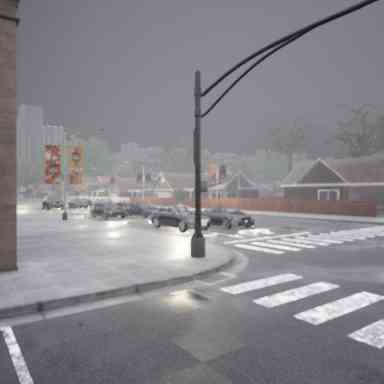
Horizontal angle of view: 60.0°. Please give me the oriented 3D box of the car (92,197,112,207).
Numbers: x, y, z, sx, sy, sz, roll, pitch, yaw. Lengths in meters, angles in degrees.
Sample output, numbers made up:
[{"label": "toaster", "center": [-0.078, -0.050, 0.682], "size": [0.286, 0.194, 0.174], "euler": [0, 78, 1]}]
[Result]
[{"label": "car", "center": [-15.998, 1.767, 58.953], "size": [1.882, 1.535, 5.008], "euler": [0, 0, -35]}]

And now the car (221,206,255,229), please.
[{"label": "car", "center": [2.161, 1.628, 22.027], "size": [1.994, 1.385, 4.181], "euler": [0, 0, -36]}]

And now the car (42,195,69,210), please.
[{"label": "car", "center": [-19.789, 1.500, 47.438], "size": [2.150, 2.045, 5.566], "euler": [0, -1, -35]}]

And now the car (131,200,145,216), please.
[{"label": "car", "center": [-4.550, 1.683, 31.446], "size": [2.033, 1.411, 5.357], "euler": [0, 0, -37]}]

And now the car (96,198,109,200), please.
[{"label": "car", "center": [-12.928, 1.768, 49.082], "size": [1.812, 1.442, 4.674], "euler": [0, 0, -35]}]

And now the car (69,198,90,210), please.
[{"label": "car", "center": [-16.666, 1.768, 48.642], "size": [1.837, 1.490, 4.892], "euler": [0, -1, -35]}]

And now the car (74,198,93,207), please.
[{"label": "car", "center": [-18.647, 1.802, 57.070], "size": [1.837, 1.490, 4.892], "euler": [0, 0, -35]}]

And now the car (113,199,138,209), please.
[{"label": "car", "center": [-10.225, 1.834, 50.871], "size": [1.895, 1.301, 4.718], "euler": [0, 0, -35]}]

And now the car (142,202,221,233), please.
[{"label": "car", "center": [-0.773, 1.567, 20.525], "size": [2.128, 1.511, 4.902], "euler": [0, 0, -37]}]

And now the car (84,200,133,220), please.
[{"label": "car", "center": [-7.683, 1.697, 30.263], "size": [2.033, 1.411, 5.357], "euler": [0, 0, -35]}]
